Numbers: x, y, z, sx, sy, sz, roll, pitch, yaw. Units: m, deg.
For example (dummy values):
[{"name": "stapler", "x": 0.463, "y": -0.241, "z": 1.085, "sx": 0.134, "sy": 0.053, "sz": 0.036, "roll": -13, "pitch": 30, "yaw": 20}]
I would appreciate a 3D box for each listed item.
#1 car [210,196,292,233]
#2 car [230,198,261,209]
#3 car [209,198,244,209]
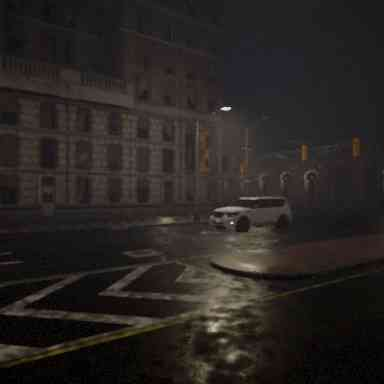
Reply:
[{"name": "car", "x": 3.749, "y": 1.297, "z": 20.440, "sx": 5.566, "sy": 2.045, "sz": 2.150, "roll": 1, "pitch": 0, "yaw": -34}, {"name": "car", "x": 8.010, "y": 1.694, "z": 50.255, "sx": 1.812, "sy": 1.442, "sz": 4.674, "roll": 0, "pitch": 0, "yaw": -35}, {"name": "car", "x": 4.966, "y": 1.697, "z": 48.491, "sx": 2.033, "sy": 1.411, "sz": 5.357, "roll": 0, "pitch": 0, "yaw": -35}]
